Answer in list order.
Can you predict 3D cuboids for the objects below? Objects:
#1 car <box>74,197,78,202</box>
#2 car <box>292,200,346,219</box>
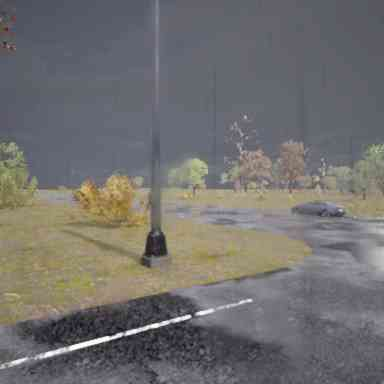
[{"bbox_3d":[-17.959,0.948,54.874,2.033,1.411,5.357,-1,1,-35],"label":"car"},{"bbox_3d":[10.265,1.347,27.157,1.994,1.385,4.181,-1,1,-35],"label":"car"}]
